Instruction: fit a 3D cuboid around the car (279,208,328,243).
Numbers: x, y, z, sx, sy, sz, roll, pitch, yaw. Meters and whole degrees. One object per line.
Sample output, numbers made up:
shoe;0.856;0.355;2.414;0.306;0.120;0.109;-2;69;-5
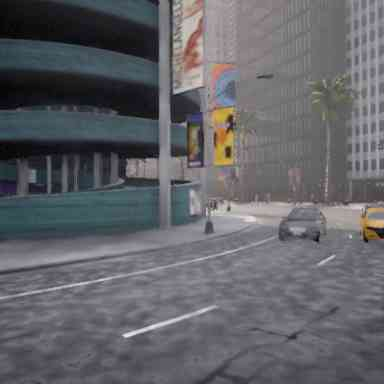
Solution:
car;5.738;1.574;16.808;2.128;1.511;4.902;0;0;27

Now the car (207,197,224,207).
car;3.376;1.878;60.988;1.882;1.535;5.008;0;-1;-29

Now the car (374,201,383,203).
car;16.749;1.608;29.340;1.837;1.490;4.892;0;0;6

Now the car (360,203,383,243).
car;9.402;1.536;16.340;1.882;1.535;5.008;0;0;25

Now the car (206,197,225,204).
car;5.517;1.975;77.905;2.231;1.521;4.892;0;0;-29
